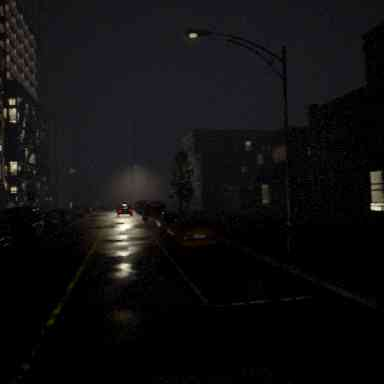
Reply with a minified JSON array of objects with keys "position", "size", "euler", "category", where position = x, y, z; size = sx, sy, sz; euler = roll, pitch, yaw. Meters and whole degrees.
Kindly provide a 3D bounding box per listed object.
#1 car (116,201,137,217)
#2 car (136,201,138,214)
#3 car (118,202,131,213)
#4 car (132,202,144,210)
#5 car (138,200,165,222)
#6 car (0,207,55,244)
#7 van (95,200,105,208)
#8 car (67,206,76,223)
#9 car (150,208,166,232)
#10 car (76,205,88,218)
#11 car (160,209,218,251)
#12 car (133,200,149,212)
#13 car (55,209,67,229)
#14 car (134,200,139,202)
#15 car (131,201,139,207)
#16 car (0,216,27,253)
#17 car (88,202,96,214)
[{"position":[-8.156,2.238,40.438],"size":[2.033,1.411,5.357],"euler":[-1,-1,-12],"category":"car"},{"position":[-5.850,2.177,42.051],"size":[1.752,1.417,4.829],"euler":[-1,-1,-12],"category":"car"},{"position":[-10.340,2.381,50.844],"size":[1.837,1.490,4.892],"euler":[-1,-1,-12],"category":"car"},{"position":[-10.357,2.602,63.558],"size":[1.947,1.339,4.313],"euler":[-1,-1,-12],"category":"car"},{"position":[-3.549,1.772,31.050],"size":[2.192,1.841,5.009],"euler":[-1,-1,-12],"category":"car"},{"position":[-9.477,1.772,18.494],"size":[2.192,1.841,5.009],"euler":[-1,-1,-12],"category":"car"},{"position":[-21.969,2.862,78.096],"size":[1.690,1.788,3.998],"euler":[-1,-1,-12],"category":"van"},{"position":[-11.743,2.191,29.328],"size":[1.887,1.381,4.507],"euler":[-1,-1,-12],"category":"car"},{"position":[-1.271,1.850,20.210],"size":[1.802,1.307,4.206],"euler":[-1,-1,-12],"category":"car"},{"position":[-13.981,2.360,39.999],"size":[1.752,1.417,4.829],"euler":[-1,-1,-12],"category":"car"},{"position":[-0.172,1.702,14.958],"size":[1.752,1.417,4.829],"euler":[-1,-1,-12],"category":"car"},{"position":[-8.091,2.157,52.724],"size":[2.192,1.841,5.009],"euler":[-1,-1,-12],"category":"car"},{"position":[-10.608,2.102,23.909],"size":[2.008,1.369,4.403],"euler":[-1,-1,-12],"category":"car"},{"position":[-6.956,2.060,47.306],"size":[2.192,1.841,5.009],"euler":[-1,-1,-12],"category":"car"},{"position":[-13.764,2.913,79.813],"size":[1.802,1.307,4.206],"euler":[-1,-1,-12],"category":"car"},{"position":[-8.336,1.914,13.072],"size":[2.008,1.369,4.403],"euler":[-1,-1,-12],"category":"car"},{"position":[-16.286,2.597,51.001],"size":[1.947,1.339,4.313],"euler":[-1,-1,-12],"category":"car"}]
